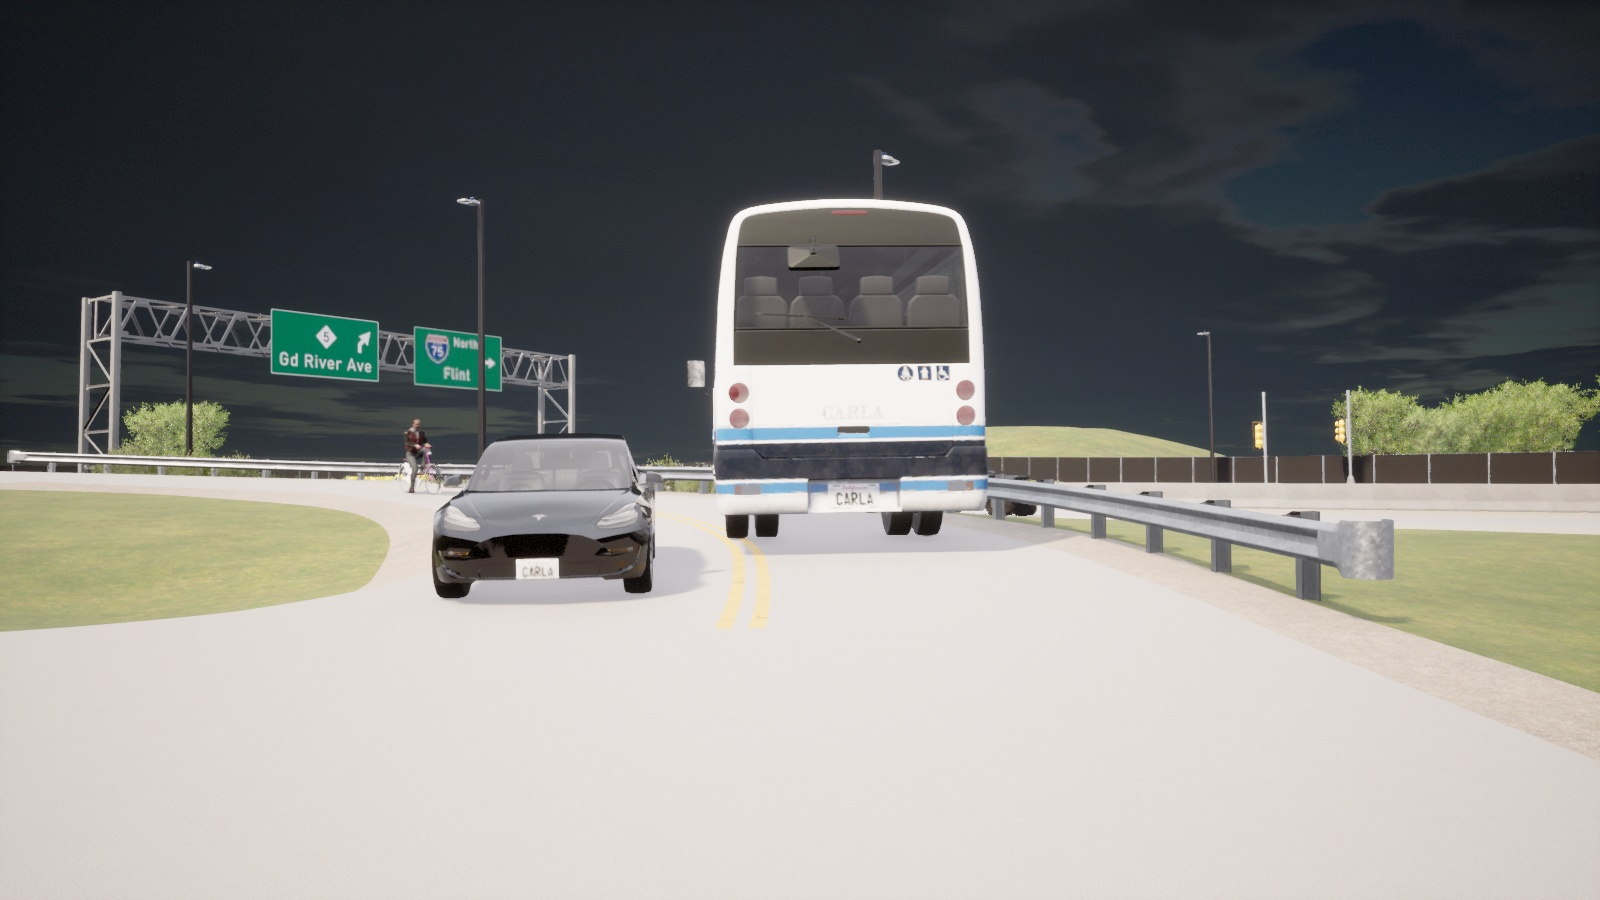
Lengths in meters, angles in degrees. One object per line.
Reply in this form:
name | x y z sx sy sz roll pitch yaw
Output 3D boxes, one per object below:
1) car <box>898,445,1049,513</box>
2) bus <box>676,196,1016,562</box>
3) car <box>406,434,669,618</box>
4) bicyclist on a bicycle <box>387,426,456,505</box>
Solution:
car | 5.014 0.861 36.408 3.866 1.878 1.905 -2 -2 35
bus | 0.208 -0.944 20.169 3.944 4.253 10.273 -2 1 -4
car | -2.489 0.617 13.155 2.163 1.488 4.792 -2 1 -6
bicyclist on a bicycle | -8.733 0.350 28.950 1.843 1.776 0.659 0 1 43
